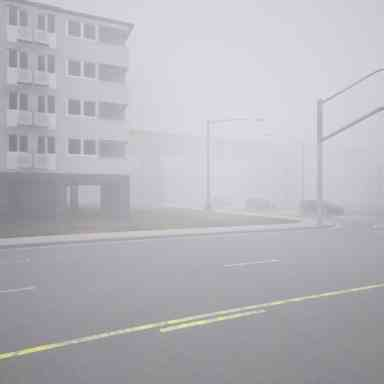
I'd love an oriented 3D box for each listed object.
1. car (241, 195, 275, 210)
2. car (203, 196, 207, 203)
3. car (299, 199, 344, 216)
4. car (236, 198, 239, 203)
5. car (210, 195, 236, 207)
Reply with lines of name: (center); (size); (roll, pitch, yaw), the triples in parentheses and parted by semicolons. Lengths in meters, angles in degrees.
car: (8.626, 1.491, 42.631); (2.128, 1.511, 4.902); (0, 0, -25)
car: (3.426, 1.508, 66.602); (1.837, 1.490, 4.892); (0, 0, 13)
car: (12.926, 1.505, 33.439); (1.837, 1.490, 4.892); (0, 0, -25)
car: (8.122, 1.545, 69.657); (2.033, 1.411, 5.357); (0, 0, 26)
car: (4.497, 1.505, 52.085); (1.837, 1.490, 4.892); (0, 0, -20)
